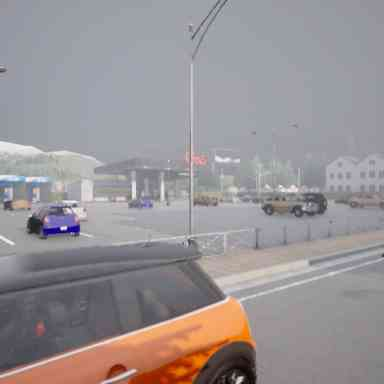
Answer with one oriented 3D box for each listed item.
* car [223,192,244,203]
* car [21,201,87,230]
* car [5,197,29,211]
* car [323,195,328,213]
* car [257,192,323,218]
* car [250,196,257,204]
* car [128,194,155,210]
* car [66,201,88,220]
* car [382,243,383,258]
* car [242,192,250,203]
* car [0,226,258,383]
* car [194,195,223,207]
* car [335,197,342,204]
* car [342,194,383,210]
[{"bbox_3d":[6.772,1.275,59.727,1.970,1.475,3.806,0,0,-38],"label":"car"},{"bbox_3d":[-6.815,1.385,16.182,1.845,1.501,3.633,0,0,-38],"label":"car"},{"bbox_3d":[-20.297,1.345,38.732,2.152,1.636,5.027,0,0,-38],"label":"car"},{"bbox_3d":[10.016,1.025,29.543,1.905,1.878,3.866,0,0,-38],"label":"car"},{"bbox_3d":[7.970,1.053,27.440,1.932,1.855,4.605,0,0,-38],"label":"car"},{"bbox_3d":[11.988,1.007,53.042,1.932,1.855,4.605,0,0,-38],"label":"car"},{"bbox_3d":[-6.232,1.295,39.907,1.845,1.501,3.633,0,0,-38],"label":"car"},{"bbox_3d":[-8.996,1.390,23.875,1.970,1.475,3.806,0,0,-38],"label":"car"},{"bbox_3d":[7.519,1.568,9.837,4.718,1.301,1.895,0,0,-38],"label":"car"},{"bbox_3d":[9.775,0.981,61.277,1.905,1.878,3.866,0,0,-38],"label":"car"},{"bbox_3d":[-1.556,1.352,2.731,4.553,1.767,2.097,0,0,-39],"label":"car"},{"bbox_3d":[1.699,1.244,45.985,2.007,1.523,4.514,0,0,-38],"label":"car"},{"bbox_3d":[23.603,1.182,49.368,2.007,1.523,4.514,0,0,-38],"label":"car"},{"bbox_3d":[20.138,1.064,37.370,2.152,1.636,5.027,0,0,-38],"label":"car"}]
